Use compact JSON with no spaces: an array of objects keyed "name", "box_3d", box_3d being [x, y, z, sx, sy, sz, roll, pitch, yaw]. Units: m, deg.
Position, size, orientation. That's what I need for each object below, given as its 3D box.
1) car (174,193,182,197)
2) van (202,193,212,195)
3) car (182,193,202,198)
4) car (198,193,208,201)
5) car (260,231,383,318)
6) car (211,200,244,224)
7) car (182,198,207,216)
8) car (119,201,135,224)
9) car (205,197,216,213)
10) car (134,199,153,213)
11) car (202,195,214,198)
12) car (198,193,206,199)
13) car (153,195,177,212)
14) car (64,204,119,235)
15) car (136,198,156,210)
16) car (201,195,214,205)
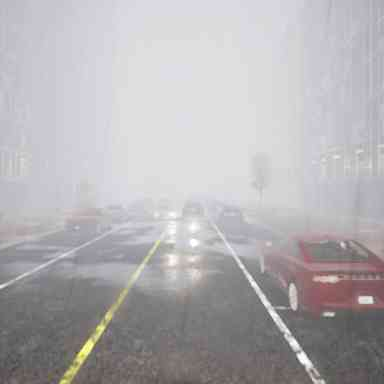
[{"name":"car","box_3d":[-3.004,0.962,79.177,1.812,1.442,4.674,0,0,0]},{"name":"van","box_3d":[2.691,1.239,52.923,1.690,1.788,3.998,0,0,0]},{"name":"car","box_3d":[0.025,1.264,47.217,2.097,1.767,4.553,0,0,0]},{"name":"car","box_3d":[2.690,1.131,81.382,2.192,1.841,5.009,0,0,0]},{"name":"car","box_3d":[2.692,1.535,7.384,1.887,1.381,4.507,0,0,0]},{"name":"car","box_3d":[2.691,1.526,24.461,1.947,1.339,4.313,0,0,0]},{"name":"car","box_3d":[0.093,1.510,31.277,1.994,1.385,4.181,0,0,0]},{"name":"car","box_3d":[-5.690,1.543,24.468,1.802,1.307,4.206,0,0,0]},{"name":"car","box_3d":[2.691,1.503,35.845,1.947,1.339,4.313,0,0,0]},{"name":"car","box_3d":[-5.690,1.482,35.853,1.887,1.381,4.507,0,0,0]},{"name":"car","box_3d":[2.690,1.478,47.229,1.947,1.339,4.313,0,0,0]},{"name":"car","box_3d":[2.690,1.094,92.767,2.192,1.841,5.009,0,0,0]},{"name":"car","box_3d":[-3.096,1.410,38.178,1.882,1.535,5.008,0,0,0]},{"name":"car","box_3d":[-5.689,1.516,18.775,1.887,1.381,4.507,0,0,0]},{"name":"car","box_3d":[-5.690,1.491,41.546,1.947,1.339,4.313,0,0,0]},{"name":"car","box_3d":[2.690,1.323,58.614,1.967,1.590,4.097,0,0,0]}]
